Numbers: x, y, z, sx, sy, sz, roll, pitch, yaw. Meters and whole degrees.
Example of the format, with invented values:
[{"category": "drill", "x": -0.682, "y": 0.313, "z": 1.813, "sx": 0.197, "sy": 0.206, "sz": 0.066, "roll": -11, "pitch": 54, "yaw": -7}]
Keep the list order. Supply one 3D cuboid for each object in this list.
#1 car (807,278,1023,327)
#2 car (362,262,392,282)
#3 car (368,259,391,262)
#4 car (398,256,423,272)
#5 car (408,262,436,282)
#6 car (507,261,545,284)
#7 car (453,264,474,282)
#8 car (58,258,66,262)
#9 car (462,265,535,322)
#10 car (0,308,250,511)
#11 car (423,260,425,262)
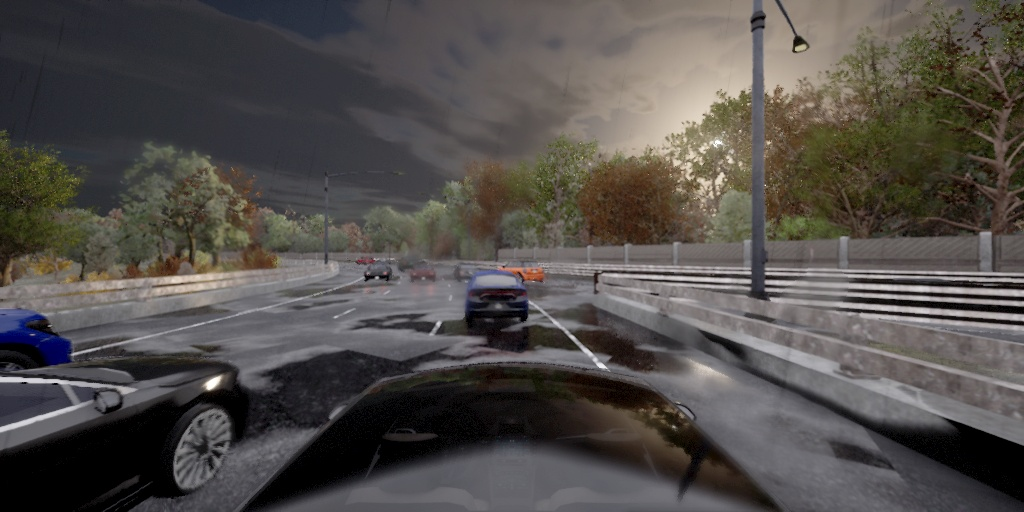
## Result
[{"category": "car", "x": 12.665, "y": 1.366, "z": 11.663, "sx": 4.718, "sy": 1.301, "sz": 1.895, "roll": 0, "pitch": 0, "yaw": 44}, {"category": "car", "x": -11.098, "y": 1.389, "z": 29.970, "sx": 1.895, "sy": 1.301, "sz": 4.718, "roll": 0, "pitch": 0, "yaw": -16}, {"category": "car", "x": -17.059, "y": 1.412, "z": 45.961, "sx": 1.895, "sy": 1.301, "sz": 4.718, "roll": 0, "pitch": 0, "yaw": -25}, {"category": "car", "x": -13.479, "y": 1.033, "z": 46.566, "sx": 2.150, "sy": 2.045, "sz": 5.566, "roll": 0, "pitch": 0, "yaw": -24}, {"category": "car", "x": -7.336, "y": 1.389, "z": 29.472, "sx": 1.895, "sy": 1.301, "sz": 4.718, "roll": 0, "pitch": 0, "yaw": -15}, {"category": "car", "x": 0.452, "y": 1.131, "z": 27.122, "sx": 2.097, "sy": 1.767, "sz": 4.553, "roll": 0, "pitch": 0, "yaw": -32}, {"category": "car", "x": -3.746, "y": 1.335, "z": 29.460, "sx": 2.033, "sy": 1.411, "sz": 5.357, "roll": 0, "pitch": 0, "yaw": -14}, {"category": "car", "x": -6.999, "y": 0.973, "z": 2.365, "sx": 2.150, "sy": 2.045, "sz": 5.566, "roll": 0, "pitch": 0, "yaw": 0}, {"category": "car", "x": -0.629, "y": 1.242, "z": 12.416, "sx": 1.882, "sy": 1.535, "sz": 5.008, "roll": 0, "pitch": 0, "yaw": -6}, {"category": "car", "x": -3.530, "y": 1.242, "z": 1.582, "sx": 2.128, "sy": 1.511, "sz": 4.902, "roll": 0, "pitch": 0, "yaw": 0}, {"category": "car", "x": -14.924, "y": 1.327, "z": 56.899, "sx": 1.837, "sy": 1.490, "sz": 4.892, "roll": 1, "pitch": 0, "yaw": -30}]
